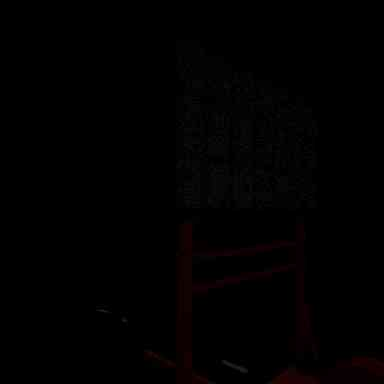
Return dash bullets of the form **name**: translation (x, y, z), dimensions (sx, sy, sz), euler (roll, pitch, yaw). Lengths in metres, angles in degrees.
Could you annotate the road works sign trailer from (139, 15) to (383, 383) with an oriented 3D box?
- **road works sign trailer**: translation (0.460, 0.630, 3.113), dimensions (2.880, 3.560, 2.380), euler (-1, -4, 43)
